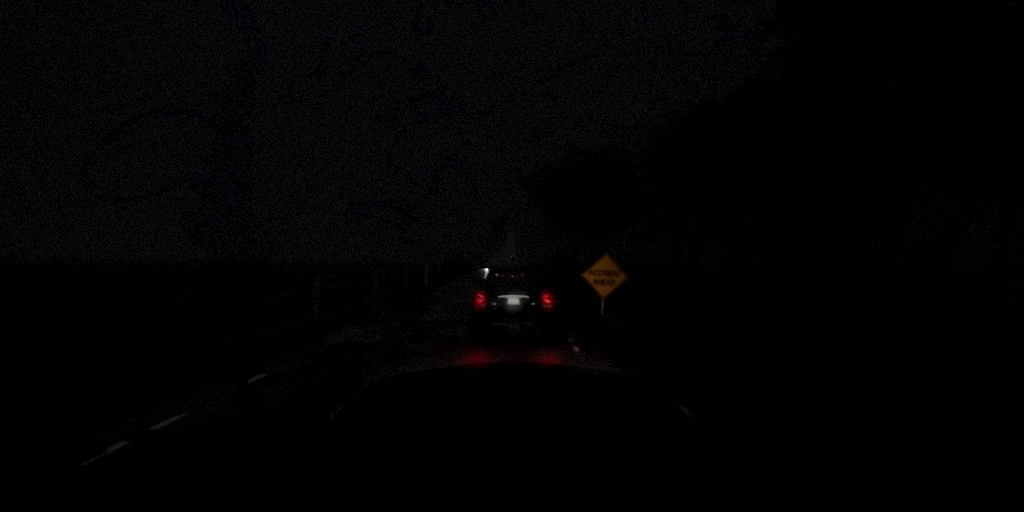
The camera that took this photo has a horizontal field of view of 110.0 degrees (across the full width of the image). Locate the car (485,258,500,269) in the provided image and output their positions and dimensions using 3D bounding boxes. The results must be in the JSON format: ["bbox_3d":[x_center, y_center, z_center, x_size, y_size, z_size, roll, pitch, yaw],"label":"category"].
[{"bbox_3d":[-2.799,1.103,52.677,1.812,1.442,4.674,0,0,0],"label":"car"}]

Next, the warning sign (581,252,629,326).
[{"bbox_3d":[2.453,0.827,9.835,1.300,1.860,1.060,0,0,0],"label":"warning sign"}]

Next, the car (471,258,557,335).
[{"bbox_3d":[0.061,1.064,10.472,2.097,1.767,4.553,0,0,0],"label":"car"}]
